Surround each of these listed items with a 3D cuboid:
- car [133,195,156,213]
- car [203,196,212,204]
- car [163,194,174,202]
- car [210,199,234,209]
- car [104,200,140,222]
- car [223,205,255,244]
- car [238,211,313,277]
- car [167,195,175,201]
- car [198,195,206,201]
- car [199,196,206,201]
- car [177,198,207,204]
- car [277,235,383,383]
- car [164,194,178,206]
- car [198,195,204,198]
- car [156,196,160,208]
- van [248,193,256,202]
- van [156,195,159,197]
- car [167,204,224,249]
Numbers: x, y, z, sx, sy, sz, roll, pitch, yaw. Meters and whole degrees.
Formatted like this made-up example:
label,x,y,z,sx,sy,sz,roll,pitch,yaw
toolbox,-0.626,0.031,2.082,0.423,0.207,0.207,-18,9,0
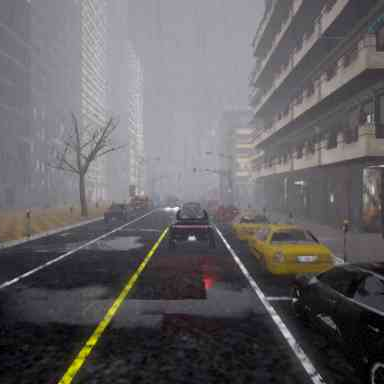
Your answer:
label,x,y,z,sx,sy,sz,roll,pitch,yaw
car,-5.696,1.330,37.517,2.192,1.841,5.009,0,0,0
car,2.685,1.565,43.039,1.887,1.381,4.507,0,0,0
car,-5.697,1.388,80.954,2.192,1.841,5.009,0,0,0
car,2.686,1.552,26.471,1.887,1.381,4.507,0,0,0
car,-5.694,1.574,26.472,1.947,1.339,4.313,0,0,0
car,2.686,1.527,15.595,1.752,1.417,4.829,0,0,0
car,2.687,1.524,10.072,1.752,1.417,4.829,0,0,0
car,-5.695,1.637,92.008,1.887,1.381,4.507,0,0,0
car,2.684,1.533,92.008,1.967,1.590,4.097,0,0,0
car,2.685,1.628,86.480,1.887,1.381,4.507,0,0,0
car,0.000,1.574,29.651,2.033,1.411,5.357,0,0,0
car,2.687,1.563,4.380,1.947,1.339,4.313,0,0,0
car,-3.000,1.552,52.652,2.128,1.511,4.902,0,0,0
car,2.685,1.618,80.953,1.887,1.381,4.507,0,0,0
car,-5.695,1.586,43.040,1.947,1.339,4.313,0,0,0
van,13.708,1.162,68.509,3.998,1.788,1.690,-1,1,0
van,-5.696,1.367,48.563,1.690,1.788,3.998,0,0,0
car,0.000,1.497,14.650,2.128,1.511,4.902,0,0,0
